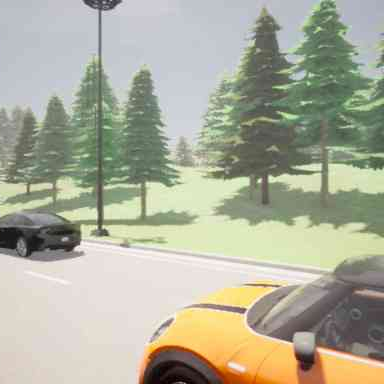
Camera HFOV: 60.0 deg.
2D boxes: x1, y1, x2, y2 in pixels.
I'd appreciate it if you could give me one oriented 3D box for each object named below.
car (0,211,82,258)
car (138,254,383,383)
[{"bbox_3d":[-6.364,1.469,12.824,5.008,1.535,1.882,0,0,35],"label":"car"},{"bbox_3d":[1.680,1.352,2.793,4.553,1.767,2.097,0,0,35],"label":"car"}]
